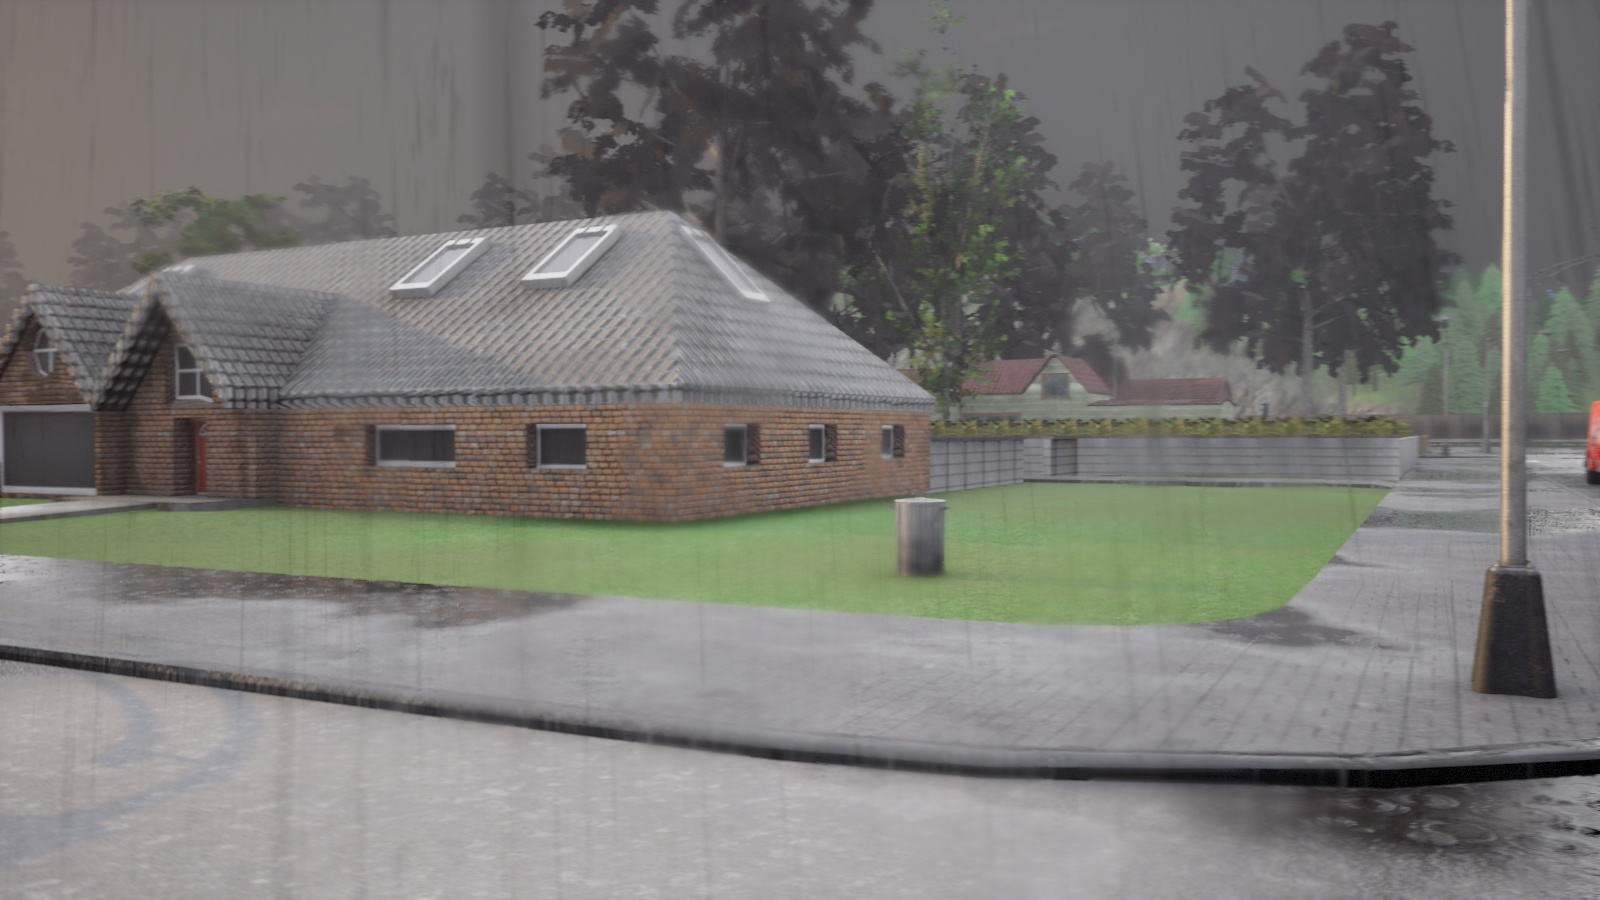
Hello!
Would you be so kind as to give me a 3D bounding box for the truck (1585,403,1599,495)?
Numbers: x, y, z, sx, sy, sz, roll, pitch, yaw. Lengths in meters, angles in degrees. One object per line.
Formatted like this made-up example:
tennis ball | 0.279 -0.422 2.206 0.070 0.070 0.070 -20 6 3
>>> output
truck | 23.114 -0.031 34.069 2.627 2.467 5.204 1 1 27
